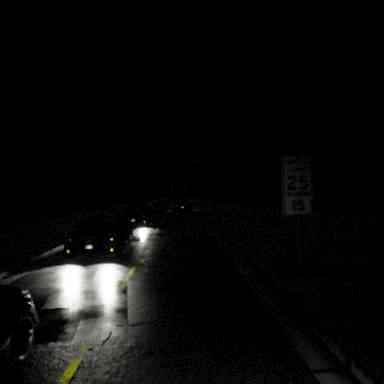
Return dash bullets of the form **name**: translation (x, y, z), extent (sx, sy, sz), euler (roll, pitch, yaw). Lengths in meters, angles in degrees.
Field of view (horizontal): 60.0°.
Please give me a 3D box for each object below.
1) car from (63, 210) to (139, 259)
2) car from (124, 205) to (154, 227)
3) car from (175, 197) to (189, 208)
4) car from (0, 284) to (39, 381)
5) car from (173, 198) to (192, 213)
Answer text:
- **car**: translation (-3.449, 1.628, 12.957), extent (1.994, 1.385, 4.181), euler (-1, 0, -2)
- **car**: translation (-3.770, 1.624, 23.175), extent (1.994, 1.385, 4.181), euler (-1, 0, -1)
- **car**: translation (-1.453, 1.553, 49.251), extent (1.994, 1.385, 4.181), euler (-1, 0, -2)
- **car**: translation (-3.123, 1.635, 3.027), extent (1.994, 1.385, 4.181), euler (-1, 0, -2)
- **car**: translation (-1.022, 1.547, 36.256), extent (1.994, 1.385, 4.181), euler (-1, 0, -1)
